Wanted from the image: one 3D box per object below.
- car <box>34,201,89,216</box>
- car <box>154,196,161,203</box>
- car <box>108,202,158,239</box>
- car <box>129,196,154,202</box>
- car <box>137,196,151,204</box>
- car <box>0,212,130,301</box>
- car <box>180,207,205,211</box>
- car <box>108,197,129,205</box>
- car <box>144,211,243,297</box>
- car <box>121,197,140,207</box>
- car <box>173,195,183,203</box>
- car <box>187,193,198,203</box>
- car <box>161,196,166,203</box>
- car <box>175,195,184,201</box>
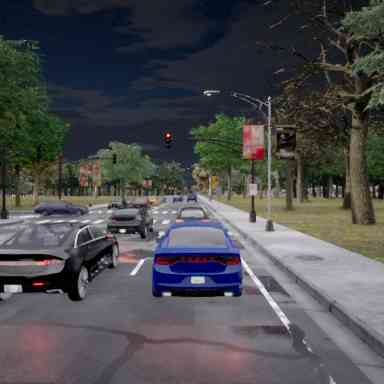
[{"bbox_3d":[-11.818,1.530,30.274,4.674,1.442,1.812,0,0,-9],"label":"car"},{"bbox_3d":[-6.545,1.499,53.215,1.882,1.535,5.008,0,0,0],"label":"car"},{"bbox_3d":[-3.136,1.507,17.472,1.837,1.490,4.892,0,0,0],"label":"car"},{"bbox_3d":[-6.557,1.492,43.530,1.882,1.535,5.008,0,0,0],"label":"car"},{"bbox_3d":[-9.695,1.586,67.928,2.033,1.411,5.357,0,0,0],"label":"car"},{"bbox_3d":[-3.147,1.492,8.300,2.128,1.511,4.902,0,0,0],"label":"car"},{"bbox_3d":[0.035,1.528,17.814,1.812,1.442,4.674,0,0,1],"label":"car"},{"bbox_3d":[-9.806,1.578,44.242,1.994,1.385,4.181,0,0,1],"label":"car"},{"bbox_3d":[0.110,1.478,8.615,1.882,1.535,5.008,0,0,0],"label":"car"},{"bbox_3d":[-9.792,1.513,53.162,2.128,1.511,4.902,0,0,0],"label":"car"},{"bbox_3d":[-3.182,1.523,73.526,1.882,1.535,5.008,0,0,0],"label":"car"},{"bbox_3d":[0.068,1.270,73.553,2.150,2.045,5.566,0,0,0],"label":"car"},{"bbox_3d":[-6.437,1.533,69.179,2.128,1.511,4.902,0,0,0],"label":"car"},{"bbox_3d":[-3.172,1.479,83.942,2.033,1.411,5.357,0,0,0],"label":"car"}]
